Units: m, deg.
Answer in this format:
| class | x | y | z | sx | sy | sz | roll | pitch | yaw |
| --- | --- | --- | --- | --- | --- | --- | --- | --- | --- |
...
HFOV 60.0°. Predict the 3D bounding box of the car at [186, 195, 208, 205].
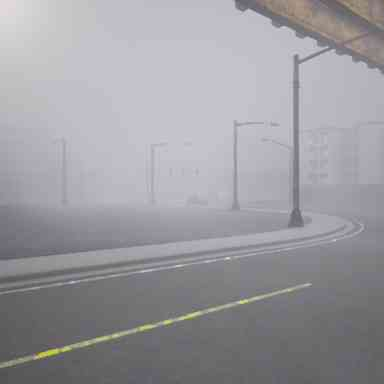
| class | x | y | z | sx | sy | sz | roll | pitch | yaw |
| --- | --- | --- | --- | --- | --- | --- | --- | --- | --- |
| car | 0.941 | 1.401 | 60.544 | 2.097 | 1.767 | 4.553 | 0 | 0 | -37 |
